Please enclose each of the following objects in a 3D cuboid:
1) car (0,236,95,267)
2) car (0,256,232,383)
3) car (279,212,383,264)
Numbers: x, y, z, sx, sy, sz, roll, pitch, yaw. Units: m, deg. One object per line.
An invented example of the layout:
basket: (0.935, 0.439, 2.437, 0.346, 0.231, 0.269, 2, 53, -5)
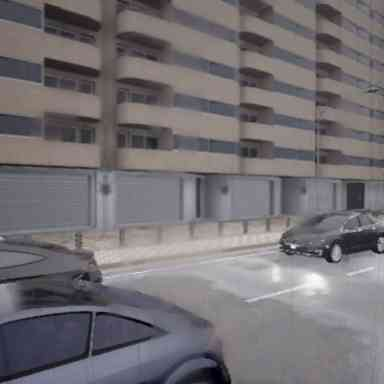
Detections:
car: (-3.867, 1.524, 5.528, 4.674, 1.442, 1.812, 0, 0, -36)
car: (-1.674, 1.564, 2.795, 4.181, 1.385, 1.994, 0, 0, -36)
car: (5.202, 1.505, 11.978, 4.892, 1.490, 1.837, 0, 0, -35)
